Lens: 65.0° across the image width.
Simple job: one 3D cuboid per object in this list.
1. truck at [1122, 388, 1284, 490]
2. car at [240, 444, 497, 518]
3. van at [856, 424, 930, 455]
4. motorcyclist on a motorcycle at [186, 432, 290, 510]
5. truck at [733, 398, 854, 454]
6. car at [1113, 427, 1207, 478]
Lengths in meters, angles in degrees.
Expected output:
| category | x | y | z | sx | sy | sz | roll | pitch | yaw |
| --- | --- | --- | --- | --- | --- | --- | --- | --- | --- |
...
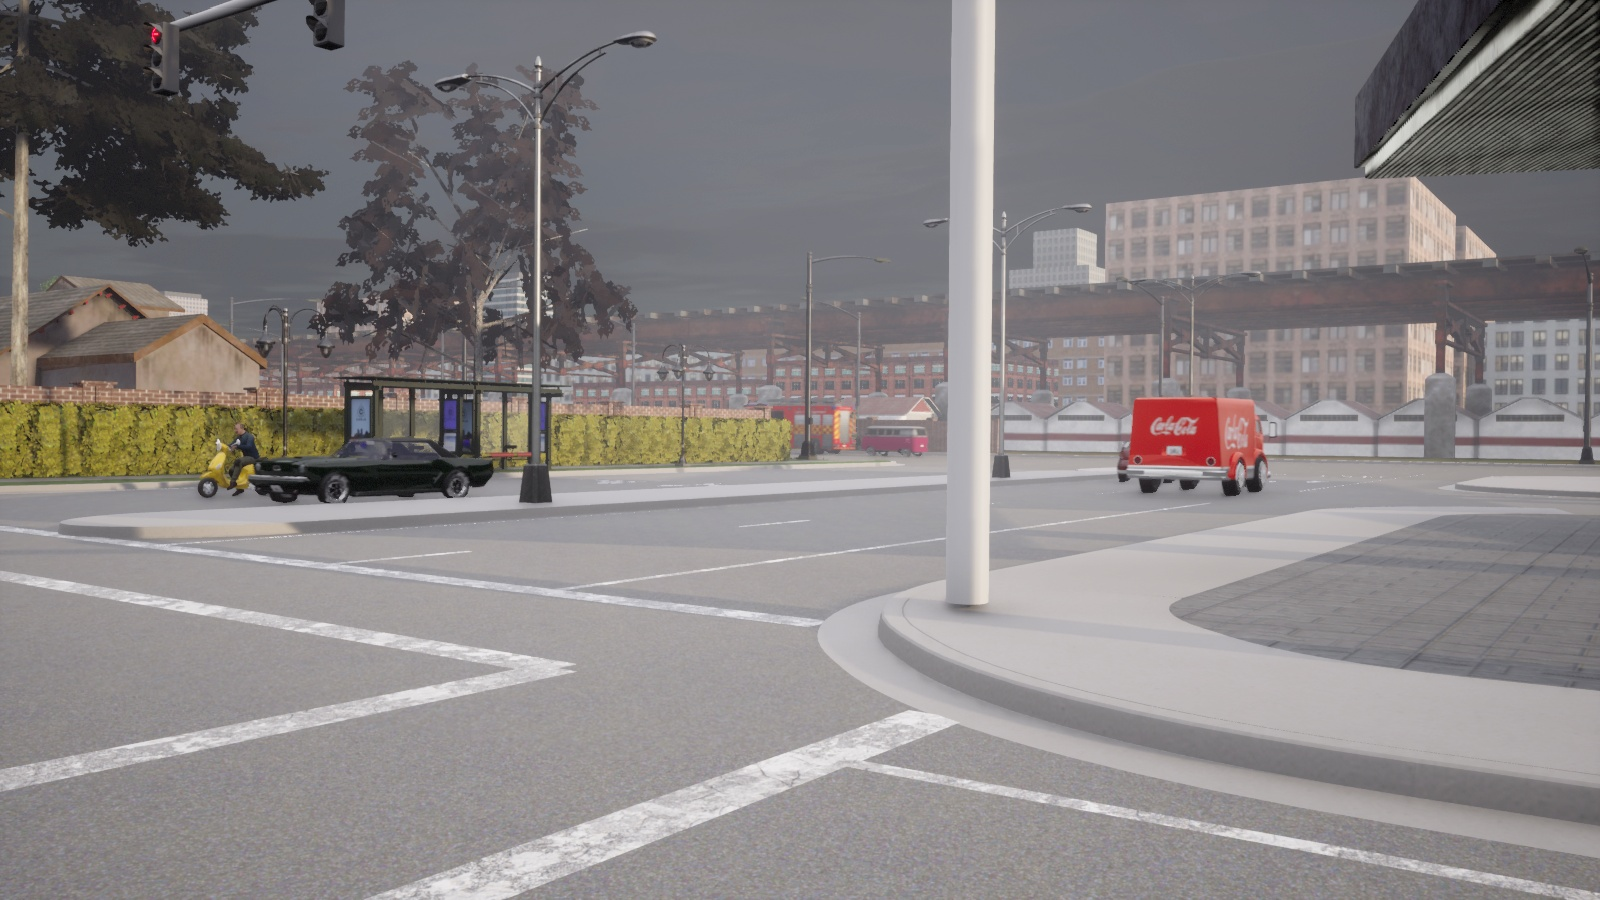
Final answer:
| category | x | y | z | sx | sy | sz | roll | pitch | yaw |
| --- | --- | --- | --- | --- | --- | --- | --- | --- | --- |
| truck | 10.721 | -0.304 | 33.101 | 2.627 | 2.467 | 5.204 | 0 | 1 | 35 |
| car | -8.626 | 0.561 | 25.512 | 1.895 | 1.301 | 4.718 | 0 | 1 | 35 |
| van | 5.951 | -0.668 | 80.438 | 4.442 | 1.987 | 1.775 | 0 | 1 | 35 |
| motorcyclist on a motorcycle | -11.985 | 0.427 | 26.842 | 0.866 | 1.590 | 1.817 | 0 | 1 | 35 |
| truck | -0.552 | -1.663 | 89.291 | 8.468 | 3.827 | 2.891 | 0 | 1 | 35 |
| car | 11.649 | 0.051 | 40.532 | 1.789 | 1.549 | 3.705 | 0 | 1 | 35 |
